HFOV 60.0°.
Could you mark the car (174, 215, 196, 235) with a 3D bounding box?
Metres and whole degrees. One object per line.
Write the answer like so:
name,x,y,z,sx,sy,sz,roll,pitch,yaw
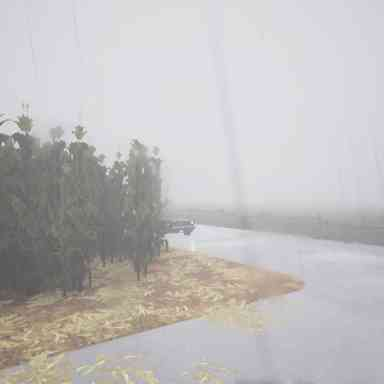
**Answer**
car,-1.813,1.696,18.694,1.895,1.301,4.718,0,-1,-35
